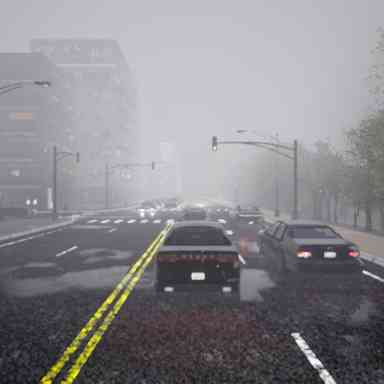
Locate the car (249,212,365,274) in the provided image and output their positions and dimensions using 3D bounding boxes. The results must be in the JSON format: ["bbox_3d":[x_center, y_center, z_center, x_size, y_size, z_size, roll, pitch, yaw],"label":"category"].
[{"bbox_3d":[3.387,1.583,10.613,2.033,1.411,5.357,0,0,1],"label":"car"}]

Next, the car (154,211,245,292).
[{"bbox_3d":[0.133,1.507,9.035,1.882,1.535,5.008,0,0,0],"label":"car"}]

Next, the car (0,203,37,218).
[{"bbox_3d":[-18.216,1.831,33.438,4.902,1.511,2.128,-1,0,-1],"label":"car"}]

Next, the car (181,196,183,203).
[{"bbox_3d":[-3.102,1.719,59.830,1.837,1.490,4.892,0,0,0],"label":"car"}]

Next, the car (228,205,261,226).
[{"bbox_3d":[3.431,1.565,21.612,2.128,1.511,4.902,0,0,0],"label":"car"}]

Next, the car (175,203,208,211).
[{"bbox_3d":[0.178,1.634,20.714,1.994,1.385,4.181,0,0,0],"label":"car"}]

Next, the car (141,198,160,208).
[{"bbox_3d":[-6.404,1.776,49.988,1.895,1.301,4.718,0,0,0],"label":"car"}]

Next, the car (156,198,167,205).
[{"bbox_3d":[-6.248,1.849,68.198,1.895,1.301,4.718,0,0,1],"label":"car"}]

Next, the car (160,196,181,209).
[{"bbox_3d":[-3.154,1.723,50.231,2.033,1.411,5.357,0,0,0],"label":"car"}]

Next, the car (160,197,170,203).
[{"bbox_3d":[-6.204,1.841,78.049,1.994,1.385,4.181,0,0,0],"label":"car"}]

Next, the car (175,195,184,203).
[{"bbox_3d":[-2.951,1.648,78.897,2.097,1.767,4.553,0,0,0],"label":"car"}]
